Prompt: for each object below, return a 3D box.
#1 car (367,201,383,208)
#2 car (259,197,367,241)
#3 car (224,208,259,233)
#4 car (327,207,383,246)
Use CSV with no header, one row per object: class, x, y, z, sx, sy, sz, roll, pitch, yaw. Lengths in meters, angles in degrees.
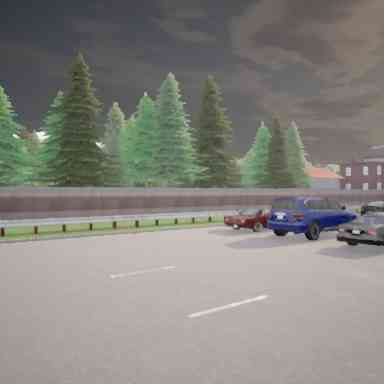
car,16.416,1.482,28.476,5.008,1.535,1.882,0,0,-35
car,6.261,1.255,16.933,5.566,2.045,2.150,0,0,-35
car,4.228,1.613,19.782,4.718,1.301,1.895,0,0,-35
car,8.269,1.560,14.066,5.357,1.411,2.033,0,0,-35
